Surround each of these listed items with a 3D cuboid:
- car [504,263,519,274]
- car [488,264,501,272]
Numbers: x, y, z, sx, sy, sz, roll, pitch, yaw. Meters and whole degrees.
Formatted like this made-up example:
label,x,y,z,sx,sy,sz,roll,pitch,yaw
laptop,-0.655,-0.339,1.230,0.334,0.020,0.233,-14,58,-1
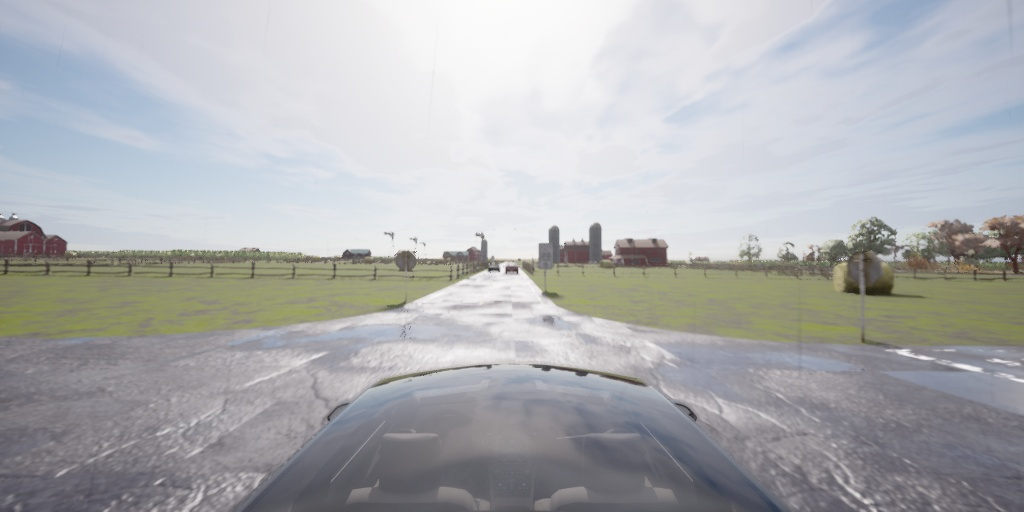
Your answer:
label,x,y,z,sx,sy,sz,roll,pitch,yaw
car,-0.017,1.691,50.284,1.882,1.535,5.008,0,-1,0
car,-2.772,1.872,56.120,1.895,1.301,4.718,0,-1,0
